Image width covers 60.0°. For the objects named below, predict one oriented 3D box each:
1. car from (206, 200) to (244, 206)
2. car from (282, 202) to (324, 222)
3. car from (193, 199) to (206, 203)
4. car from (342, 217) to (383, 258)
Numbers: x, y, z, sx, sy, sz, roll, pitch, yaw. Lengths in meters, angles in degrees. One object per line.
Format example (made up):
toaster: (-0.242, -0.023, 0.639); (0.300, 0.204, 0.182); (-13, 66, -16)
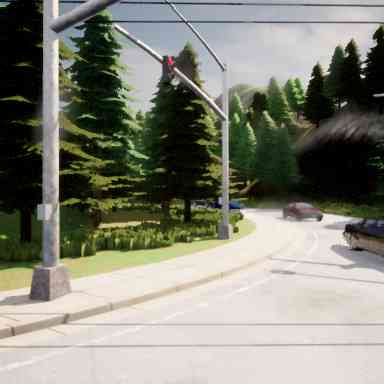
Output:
car: (4.239, 1.477, 40.397); (1.882, 1.535, 5.008); (0, 0, -31)
car: (8.704, 1.525, 26.582); (1.812, 1.442, 4.674); (0, 0, -6)
car: (1.987, 1.504, 50.068); (1.837, 1.490, 4.892); (0, 0, -37)
car: (6.894, 1.553, 11.139); (2.033, 1.411, 5.357); (0, 0, 2)
